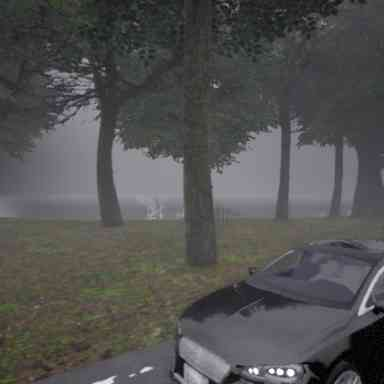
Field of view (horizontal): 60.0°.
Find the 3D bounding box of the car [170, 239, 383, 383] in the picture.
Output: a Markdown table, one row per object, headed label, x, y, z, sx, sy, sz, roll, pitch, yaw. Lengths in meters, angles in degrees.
| label | x | y | z | sx | sy | sz | roll | pitch | yaw |
| --- | --- | --- | --- | --- | --- | --- | --- | --- | --- |
| car | 2.027 | 1.472 | 4.508 | 4.902 | 1.511 | 2.128 | 0 | 0 | -36 |
